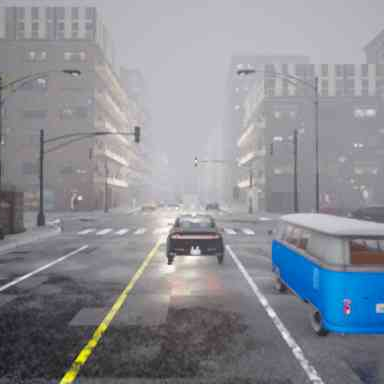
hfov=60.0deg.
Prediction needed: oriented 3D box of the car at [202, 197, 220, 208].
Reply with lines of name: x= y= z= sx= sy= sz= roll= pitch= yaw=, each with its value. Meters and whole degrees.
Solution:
car: x=2.697 y=1.789 z=44.375 sx=1.947 sy=1.339 sz=4.313 roll=1 pitch=0 yaw=0

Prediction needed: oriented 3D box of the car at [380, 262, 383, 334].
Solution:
car: x=2.674 y=1.445 z=0.906 sx=1.967 sy=1.590 sz=4.097 roll=1 pitch=0 yaw=0

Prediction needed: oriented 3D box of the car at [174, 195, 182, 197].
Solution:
car: x=-3.008 y=1.581 z=70.438 sx=2.150 sy=2.045 sz=5.566 roll=0 pitch=0 yaw=0

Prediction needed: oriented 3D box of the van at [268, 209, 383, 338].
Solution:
van: x=2.673 y=1.374 z=6.430 sx=1.690 sy=1.788 sz=3.998 roll=1 pitch=0 yaw=0

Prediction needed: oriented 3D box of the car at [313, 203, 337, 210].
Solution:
car: x=13.638 y=1.762 z=32.561 sx=4.097 sy=1.590 sz=1.967 roll=0 pitch=-2 yaw=1

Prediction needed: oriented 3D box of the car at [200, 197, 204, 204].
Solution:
car: x=2.697 y=1.802 z=50.018 sx=2.008 sy=1.369 sz=4.403 roll=1 pitch=0 yaw=0

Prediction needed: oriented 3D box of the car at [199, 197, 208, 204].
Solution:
car: x=2.693 y=1.979 z=78.230 sx=1.802 sy=1.307 sz=4.206 roll=1 pitch=0 yaw=0

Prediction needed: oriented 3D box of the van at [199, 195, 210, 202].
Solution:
van: x=2.699 y=1.650 z=61.303 sx=1.690 sy=1.788 sz=3.998 roll=1 pitch=0 yaw=0

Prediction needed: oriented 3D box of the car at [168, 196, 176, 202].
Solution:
car: x=-5.686 y=1.926 z=95.158 sx=1.967 sy=1.590 sz=4.097 roll=1 pitch=0 yaw=0

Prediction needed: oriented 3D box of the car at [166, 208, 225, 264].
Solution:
car: x=0.100 y=1.552 z=12.100 sx=2.128 sy=1.511 sz=4.902 roll=0 pitch=0 yaw=0

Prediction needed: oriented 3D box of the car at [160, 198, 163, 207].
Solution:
car: x=-5.682 y=1.720 z=55.660 sx=1.967 sy=1.590 sz=4.097 roll=1 pitch=0 yaw=0

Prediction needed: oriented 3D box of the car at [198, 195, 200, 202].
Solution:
car: x=2.695 y=1.894 z=72.758 sx=1.752 sy=1.417 sz=4.829 roll=1 pitch=0 yaw=0

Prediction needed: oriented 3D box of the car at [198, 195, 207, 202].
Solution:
car: x=2.696 y=1.771 z=89.516 sx=2.192 sy=1.841 sz=5.009 roll=1 pitch=0 yaw=0

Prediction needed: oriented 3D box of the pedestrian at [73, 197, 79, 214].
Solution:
pedestrian: x=-12.543 y=1.386 z=35.817 sx=0.375 sy=1.860 sz=0.375 roll=0 pitch=-2 yaw=1

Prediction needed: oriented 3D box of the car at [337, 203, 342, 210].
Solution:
car: x=15.076 y=1.750 z=26.923 sx=5.357 sy=1.411 sz=2.033 roll=0 pitch=-1 yaw=4

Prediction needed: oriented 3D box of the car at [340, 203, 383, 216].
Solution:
car: x=13.535 y=1.698 z=24.180 sx=4.313 sy=1.339 sz=1.947 roll=0 pitch=-2 yaw=1

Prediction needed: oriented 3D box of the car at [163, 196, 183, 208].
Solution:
car: x=-3.067 y=1.822 z=54.512 sx=2.033 sy=1.411 sz=5.357 roll=0 pitch=0 yaw=0

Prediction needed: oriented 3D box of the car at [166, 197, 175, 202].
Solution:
car: x=-5.688 y=2.007 z=89.514 sx=2.008 sy=1.369 sz=4.403 roll=1 pitch=0 yaw=0

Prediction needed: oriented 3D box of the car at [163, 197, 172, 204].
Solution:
car: x=-5.686 y=1.942 z=78.230 sx=1.887 sy=1.381 sz=4.507 roll=1 pitch=0 yaw=0

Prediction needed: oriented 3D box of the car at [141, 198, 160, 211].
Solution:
car: x=-5.682 y=1.747 z=44.204 sx=1.752 sy=1.417 sz=4.829 roll=1 pitch=0 yaw=0
